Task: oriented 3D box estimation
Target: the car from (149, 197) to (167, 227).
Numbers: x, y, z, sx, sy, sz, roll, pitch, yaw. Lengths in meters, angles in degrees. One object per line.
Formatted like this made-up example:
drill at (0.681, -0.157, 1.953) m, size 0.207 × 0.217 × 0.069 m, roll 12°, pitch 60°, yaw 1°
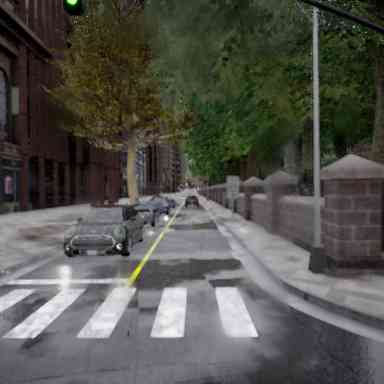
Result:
car at (-3.102, 1.356, 21.662) m, size 2.128 × 1.511 × 4.902 m, roll -1°, pitch 0°, yaw 0°

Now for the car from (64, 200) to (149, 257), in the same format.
car at (-3.106, 1.277, 12.572) m, size 2.097 × 1.767 × 4.553 m, roll -1°, pitch 0°, yaw 0°

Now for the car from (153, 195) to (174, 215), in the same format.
car at (-3.102, 1.154, 31.350) m, size 2.097 × 1.767 × 4.553 m, roll -1°, pitch 0°, yaw 0°

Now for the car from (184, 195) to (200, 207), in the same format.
car at (-0.011, 1.203, 43.440) m, size 1.837 × 1.490 × 4.892 m, roll -1°, pitch 0°, yaw 0°

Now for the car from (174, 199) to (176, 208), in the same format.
car at (-3.074, 1.310, 41.344) m, size 1.994 × 1.385 × 4.181 m, roll -1°, pitch 0°, yaw 0°

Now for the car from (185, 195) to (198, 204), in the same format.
car at (-0.010, 1.215, 53.475) m, size 1.994 × 1.385 × 4.181 m, roll -1°, pitch 0°, yaw 0°
